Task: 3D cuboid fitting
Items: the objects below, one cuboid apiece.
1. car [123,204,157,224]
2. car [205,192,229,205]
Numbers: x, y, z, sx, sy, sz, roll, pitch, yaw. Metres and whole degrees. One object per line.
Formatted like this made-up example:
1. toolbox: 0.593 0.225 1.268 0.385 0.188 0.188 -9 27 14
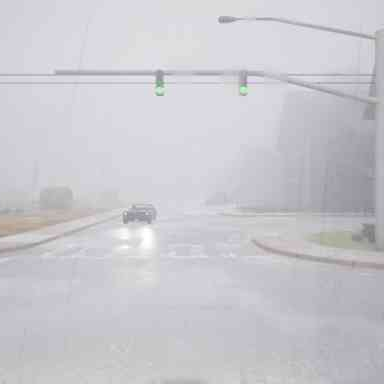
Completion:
1. car: -3.686 1.521 24.065 1.895 1.301 4.718 0 0 0
2. car: 3.930 0.989 52.682 1.905 1.878 3.866 -8 4 -42
